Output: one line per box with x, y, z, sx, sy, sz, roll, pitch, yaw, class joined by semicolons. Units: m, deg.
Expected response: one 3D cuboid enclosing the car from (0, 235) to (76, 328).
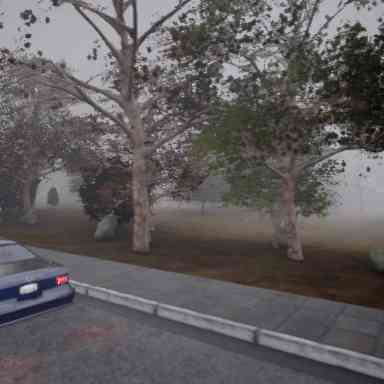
-4.595;1.553;6.656;5.357;1.411;2.033;0;0;36;car
